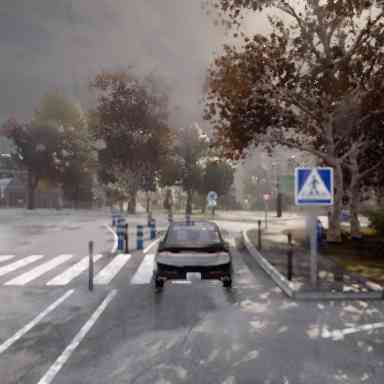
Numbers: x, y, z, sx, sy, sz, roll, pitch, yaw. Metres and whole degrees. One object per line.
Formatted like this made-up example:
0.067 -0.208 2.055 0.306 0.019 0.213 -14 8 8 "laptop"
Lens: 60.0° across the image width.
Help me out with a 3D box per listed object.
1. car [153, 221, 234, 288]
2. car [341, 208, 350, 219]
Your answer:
0.039 1.555 9.387 2.128 1.511 4.902 0 0 0 "car"
20.081 2.800 42.787 2.097 1.767 4.553 0 -1 24 "car"
